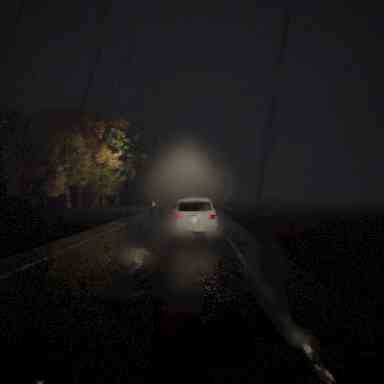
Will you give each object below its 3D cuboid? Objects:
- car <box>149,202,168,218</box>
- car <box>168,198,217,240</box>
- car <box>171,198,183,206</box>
[{"bbox_3d":[-3.151,1.732,33.556,2.128,1.511,4.902,-1,0,1],"label":"car"},{"bbox_3d":[0.153,1.330,17.787,2.150,2.045,5.566,-1,0,1],"label":"car"},{"bbox_3d":[-2.784,1.963,63.364,1.994,1.385,4.181,-1,0,1],"label":"car"}]
